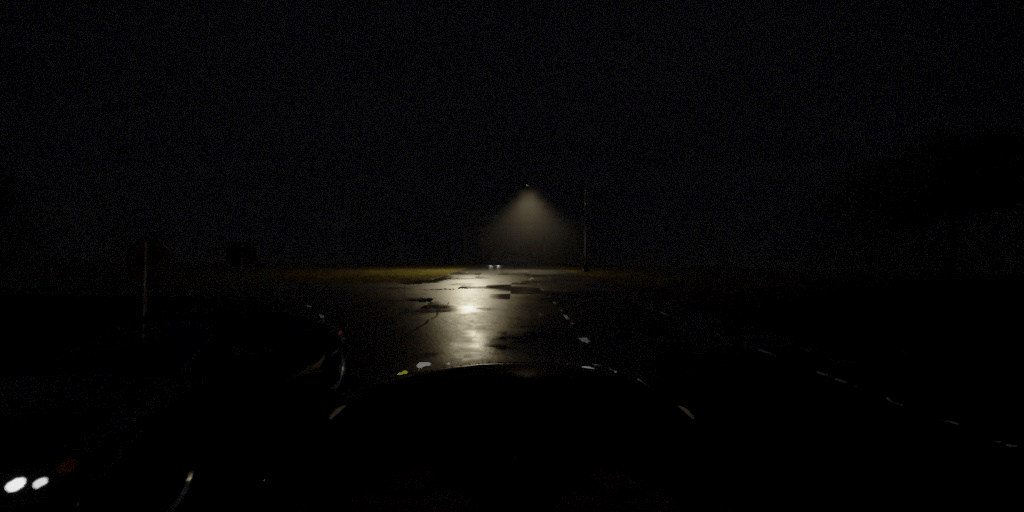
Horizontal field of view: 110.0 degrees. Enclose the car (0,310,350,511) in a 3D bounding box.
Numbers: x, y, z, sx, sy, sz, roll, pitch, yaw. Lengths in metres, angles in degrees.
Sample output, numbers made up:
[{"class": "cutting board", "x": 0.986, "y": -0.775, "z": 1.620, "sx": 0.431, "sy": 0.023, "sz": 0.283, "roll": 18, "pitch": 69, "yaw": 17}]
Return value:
[{"class": "car", "x": -3.495, "y": 1.320, "z": 3.836, "sx": 1.994, "sy": 1.385, "sz": 4.181, "roll": 0, "pitch": 0, "yaw": 0}]
